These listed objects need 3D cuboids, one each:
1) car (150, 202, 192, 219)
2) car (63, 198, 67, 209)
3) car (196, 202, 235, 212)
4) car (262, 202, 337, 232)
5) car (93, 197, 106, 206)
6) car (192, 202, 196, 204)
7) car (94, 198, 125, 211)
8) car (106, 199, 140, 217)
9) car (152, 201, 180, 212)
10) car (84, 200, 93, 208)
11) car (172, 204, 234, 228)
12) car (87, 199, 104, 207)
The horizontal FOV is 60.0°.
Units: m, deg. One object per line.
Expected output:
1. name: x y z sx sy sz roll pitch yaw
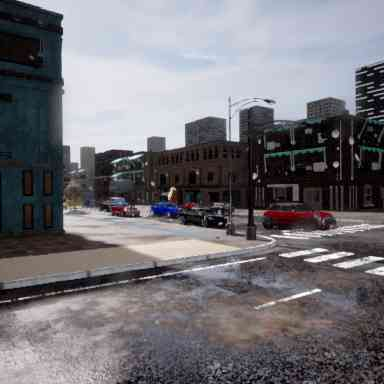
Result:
1. car: -2.471 1.805 33.728 1.882 1.535 5.008 -1 0 -35
2. car: -23.174 2.233 58.374 1.752 1.417 4.829 -1 0 -35
3. car: 2.796 1.810 36.298 2.008 1.369 4.403 -2 0 -35
4. car: 6.728 1.487 21.121 2.097 1.767 4.553 -1 -1 -38
5. car: -16.449 1.940 63.368 2.192 1.841 5.009 -1 0 -35
6. car: -0.410 1.904 40.811 1.802 1.307 4.206 -2 0 -35
7. car: -11.438 1.993 46.392 2.128 1.511 4.902 -1 0 -35
8. car: -7.243 1.846 35.953 1.967 1.590 4.097 -1 0 -35
9. car: -3.615 1.966 45.322 1.802 1.307 4.206 -2 0 -35
10. car: -19.500 2.194 63.230 1.812 1.442 4.674 -1 0 -35
11. car: 0.700 1.814 24.573 1.947 1.339 4.313 -2 0 -35
12. car: -19.650 2.228 67.880 1.887 1.381 4.507 -1 0 -35
